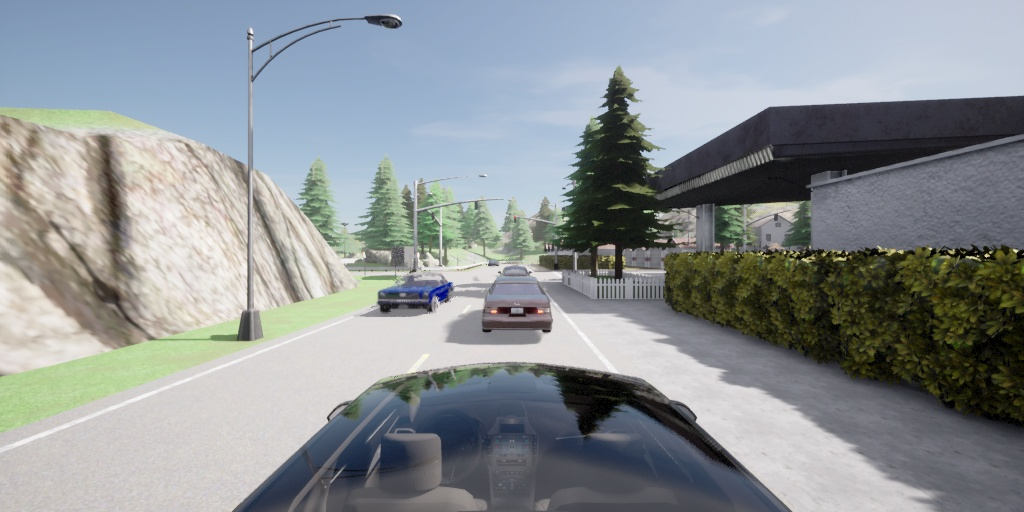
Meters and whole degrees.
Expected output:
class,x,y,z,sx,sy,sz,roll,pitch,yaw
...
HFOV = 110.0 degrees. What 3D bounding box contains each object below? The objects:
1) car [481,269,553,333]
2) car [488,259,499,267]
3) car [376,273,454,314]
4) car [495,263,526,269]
class,x,y,z,sx,sy,sz,roll,pitch,yaw
car,0.132,1.297,10.746,2.033,1.411,5.357,0,0,0
car,-3.306,1.297,64.642,2.033,1.411,5.357,0,0,1
car,-3.537,1.351,13.886,1.895,1.301,4.718,0,0,0
car,0.174,1.276,20.332,1.812,1.442,4.674,0,0,0
